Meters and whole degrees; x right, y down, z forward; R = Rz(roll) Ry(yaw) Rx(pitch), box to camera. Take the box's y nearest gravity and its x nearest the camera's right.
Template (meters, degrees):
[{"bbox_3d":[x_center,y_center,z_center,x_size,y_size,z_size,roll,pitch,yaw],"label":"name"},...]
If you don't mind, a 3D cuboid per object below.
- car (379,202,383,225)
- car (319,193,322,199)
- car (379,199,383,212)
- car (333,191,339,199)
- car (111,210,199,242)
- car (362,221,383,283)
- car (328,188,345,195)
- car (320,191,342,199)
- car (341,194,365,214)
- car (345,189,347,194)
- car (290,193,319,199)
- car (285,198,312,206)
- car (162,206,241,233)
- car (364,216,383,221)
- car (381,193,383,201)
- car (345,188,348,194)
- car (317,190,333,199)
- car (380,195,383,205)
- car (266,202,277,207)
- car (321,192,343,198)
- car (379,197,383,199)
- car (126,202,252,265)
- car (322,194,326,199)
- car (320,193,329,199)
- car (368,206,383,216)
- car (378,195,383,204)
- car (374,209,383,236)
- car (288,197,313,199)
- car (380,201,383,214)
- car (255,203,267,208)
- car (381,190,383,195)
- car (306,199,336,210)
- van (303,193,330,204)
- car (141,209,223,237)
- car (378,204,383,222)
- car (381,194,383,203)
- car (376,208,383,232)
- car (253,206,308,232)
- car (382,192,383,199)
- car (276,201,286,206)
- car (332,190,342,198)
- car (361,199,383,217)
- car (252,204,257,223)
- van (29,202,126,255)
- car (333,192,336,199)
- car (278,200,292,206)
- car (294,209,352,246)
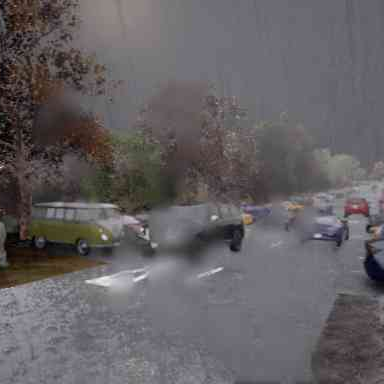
[{"bbox_3d":[17.722,1.745,26.772,4.553,1.767,2.185,0,0,30],"label":"car"},{"bbox_3d":[17.465,1.544,52.507,4.553,1.767,2.185,0,1,30],"label":"car"},{"bbox_3d":[26.095,1.704,41.244,5.008,1.535,2.097,0,1,30],"label":"car"},{"bbox_3d":[27.333,1.124,69.457,5.008,1.535,2.097,0,1,30],"label":"car"},{"bbox_3d":[-2.114,1.825,18.726,4.674,1.452,2.002,0,-1,30],"label":"car"},{"bbox_3d":[6.526,1.613,7.495,4.792,1.488,2.163,0,-1,30],"label":"car"},{"bbox_3d":[31.550,0.636,76.659,5.566,2.045,2.435,0,1,30],"label":"car"},{"bbox_3d":[32.952,0.681,79.067,4.553,1.767,2.185,0,1,30],"label":"car"},{"bbox_3d":[17.617,1.604,35.500,2.150,2.045,5.566,0,0,30],"label":"car"},{"bbox_3d":[35.727,0.645,83.898,5.008,1.535,2.097,0,1,30],"label":"car"},{"bbox_3d":[14.664,1.540,47.678,5.566,2.045,2.435,0,1,30],"label":"car"},{"bbox_3d":[12.053,1.876,42.750,5.366,1.575,1.946,0,0,30],"label":"car"},{"bbox_3d":[0.593,1.882,23.751,5.366,1.575,1.946,0,-1,30],"label":"car"},{"bbox_3d":[7.873,1.674,9.931,4.792,1.488,2.163,0,-1,30],"label":"car"},{"bbox_3d":[40.057,0.960,65.324,5.008,1.535,2.097,0,1,30],"label":"car"},{"bbox_3d":[37.144,0.437,86.289,4.553,1.767,2.185,0,1,30],"label":"car"},{"bbox_3d":[21.768,1.186,59.804,5.566,2.045,2.435,0,1,30],"label":"car"},{"bbox_3d":[33.083,1.352,53.287,5.008,1.535,2.097,0,1,30],"label":"car"},{"bbox_3d":[4.897,1.952,30.782,5.008,1.535,2.097,0,0,30],"label":"car"},{"bbox_3d":[34.323,0.766,81.496,4.674,1.452,2.002,0,1,30],"label":"car"},{"bbox_3d":[21.866,1.701,34.035,4.553,1.767,2.185,0,0,30],"label":"car"},{"bbox_3d":[0.237,1.411,12.919,2.150,2.045,5.566,0,-1,30],"label":"car"},{"bbox_3d":[18.896,1.596,54.899,5.008,1.535,2.097,0,1,30],"label":"car"},{"bbox_3d":[20.191,1.513,57.509,5.366,1.575,1.946,0,1,30],"label":"car"},{"bbox_3d":[9.271,1.579,12.344,4.553,1.767,2.185,0,-1,30],"label":"car"},{"bbox_3d":[34.315,1.272,55.789,5.366,1.575,1.946,0,1,30],"label":"car"},{"bbox_3d":[13.502,1.835,19.554,4.892,1.521,2.231,0,-1,30],"label":"car"},{"bbox_3d":[13.288,1.840,45.258,5.008,1.535,2.097,0,1,30],"label":"car"},{"bbox_3d":[24.688,1.793,38.837,4.674,1.452,2.002,0,1,30],"label":"car"},{"bbox_3d":[3.516,1.971,28.356,4.792,1.488,2.163,0,-1,30],"label":"car"},{"bbox_3d":[31.653,1.179,50.892,5.566,2.045,2.435,0,1,30],"label":"car"},{"bbox_3d":[14.842,1.875,37.980,1.882,1.535,5.008,0,0,31],"label":"car"},{"bbox_3d":[23.242,1.133,62.168,4.442,1.987,1.878,0,1,30],"label":"van"},{"bbox_3d":[-0.674,1.870,21.257,4.792,1.488,2.163,0,-1,30],"label":"car"},{"bbox_3d":[19.121,1.894,29.184,4.792,1.488,2.163,0,0,30],"label":"car"},{"bbox_3d":[37.263,1.119,60.511,4.892,1.521,2.231,0,1,30],"label":"car"},{"bbox_3d":[14.918,1.888,21.945,4.792,1.488,2.163,0,0,30],"label":"car"},{"bbox_3d":[6.379,1.951,23.501,2.033,1.411,5.357,0,-1,30],"label":"car"},{"bbox_3d":[44.412,0.717,72.447,5.366,1.575,1.946,0,1,30],"label":"car"},{"bbox_3d":[6.298,1.956,33.195,5.008,1.535,2.097,0,0,30],"label":"car"},{"bbox_3d":[30.108,0.996,74.283,4.792,1.488,2.163,0,1,30],"label":"car"},{"bbox_3d":[12.072,1.549,17.163,5.566,2.045,2.435,0,-1,30],"label":"car"},{"bbox_3d":[1.997,1.917,26.168,5.366,1.575,1.946,0,-1,30],"label":"car"},{"bbox_3d":[-4.741,1.442,13.948,4.442,1.987,1.878,0,-1,30],"label":"van"},{"bbox_3d":[25.939,1.243,67.049,4.674,1.452,2.002,0,1,30],"label":"car"},{"bbox_3d":[7.763,1.950,35.718,4.892,1.521,2.231,0,0,30],"label":"car"},{"bbox_3d":[6.810,1.830,16.929,1.812,1.442,4.674,0,-1,30],"label":"car"}]
